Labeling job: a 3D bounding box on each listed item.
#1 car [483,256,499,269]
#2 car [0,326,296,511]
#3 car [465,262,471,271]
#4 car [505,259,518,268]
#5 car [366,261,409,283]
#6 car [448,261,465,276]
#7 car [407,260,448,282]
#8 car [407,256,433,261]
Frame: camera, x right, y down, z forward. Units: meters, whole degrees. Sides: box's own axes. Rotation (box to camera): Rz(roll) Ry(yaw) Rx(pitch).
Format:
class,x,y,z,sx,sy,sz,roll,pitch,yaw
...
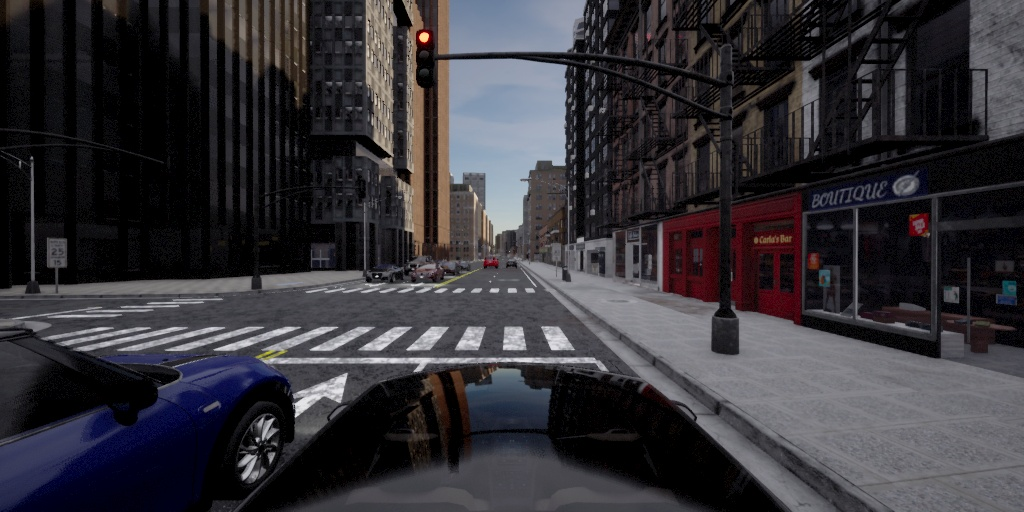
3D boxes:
class,x,y,z,sx,sy,sz,roll,pitch,yaw
car,-3.407,0.987,58.079,2.150,2.045,5.566,0,0,0
car,-3.145,1.102,1.620,2.097,1.767,4.553,0,0,0
car,-6.715,1.326,48.408,1.994,1.385,4.181,0,0,0
car,-0.066,1.271,60.872,1.837,1.490,4.892,0,0,0
car,-9.907,1.320,28.359,1.994,1.385,4.181,0,0,1
car,-6.694,1.307,38.448,2.033,1.411,5.357,0,0,0
car,-6.667,1.281,28.767,1.812,1.442,4.674,0,0,0
car,-9.941,0.981,38.814,2.150,2.045,5.566,0,0,0
